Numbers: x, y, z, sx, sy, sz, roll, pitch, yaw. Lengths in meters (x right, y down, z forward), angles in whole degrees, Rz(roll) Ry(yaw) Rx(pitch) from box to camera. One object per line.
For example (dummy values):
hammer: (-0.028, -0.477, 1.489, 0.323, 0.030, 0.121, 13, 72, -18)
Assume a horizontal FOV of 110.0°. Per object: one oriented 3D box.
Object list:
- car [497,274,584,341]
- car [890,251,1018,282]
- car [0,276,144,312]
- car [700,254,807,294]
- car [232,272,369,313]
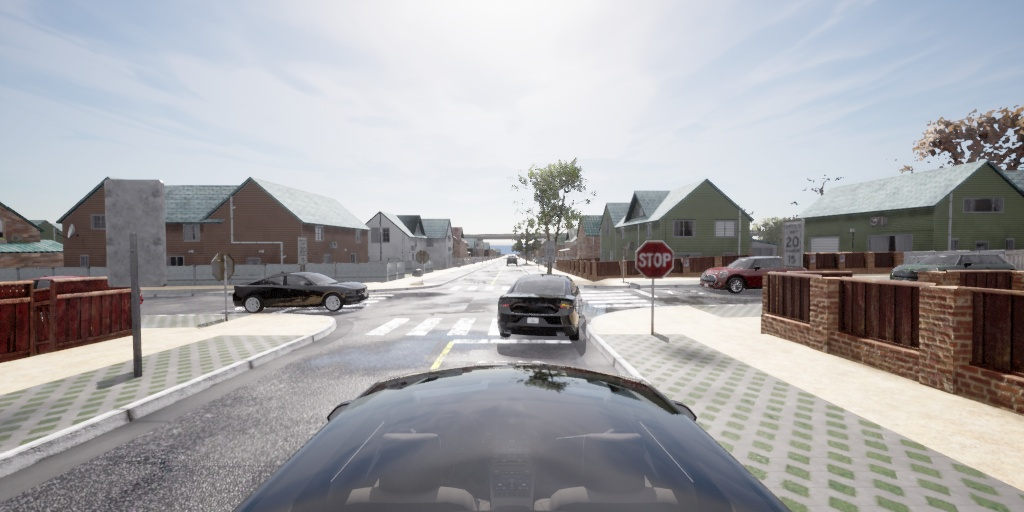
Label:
car: (0.960, 1.225, 10.061, 1.882, 1.535, 5.008, 0, 0, 12)
car: (21.705, 0.646, 17.737, 4.553, 1.767, 2.097, -1, 2, 0)
car: (-18.018, 1.547, 14.529, 5.008, 1.535, 1.882, -1, 2, 0)
car: (11.810, 0.821, 17.668, 4.553, 1.767, 2.097, -1, 2, 0)
car: (-8.465, 1.377, 14.590, 5.008, 1.535, 1.882, -1, 2, 0)
